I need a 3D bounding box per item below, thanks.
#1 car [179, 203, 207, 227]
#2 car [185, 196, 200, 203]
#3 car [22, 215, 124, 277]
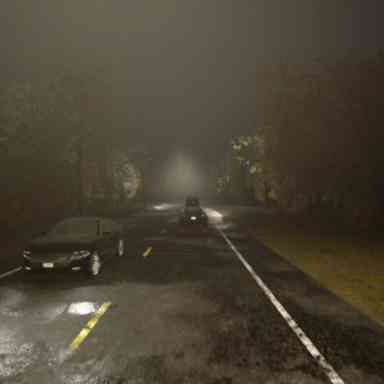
[{"bbox_3d":[0.102,1.762,24.583,1.994,1.385,4.181,0,0,0],"label":"car"},{"bbox_3d":[0.103,1.631,51.330,2.150,2.045,5.566,0,-1,0],"label":"car"},{"bbox_3d":[-3.530,1.564,10.733,1.882,1.535,5.008,0,-1,1],"label":"car"}]
